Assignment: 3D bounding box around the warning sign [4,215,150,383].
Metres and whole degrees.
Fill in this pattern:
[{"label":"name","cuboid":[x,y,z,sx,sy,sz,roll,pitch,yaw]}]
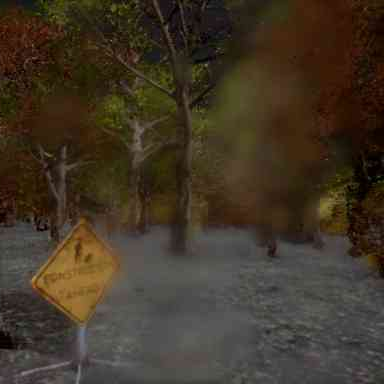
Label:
[{"label":"warning sign","cuboid":[-1.353,1.256,4.054,1.060,1.860,1.300,-1,-1,36]}]
